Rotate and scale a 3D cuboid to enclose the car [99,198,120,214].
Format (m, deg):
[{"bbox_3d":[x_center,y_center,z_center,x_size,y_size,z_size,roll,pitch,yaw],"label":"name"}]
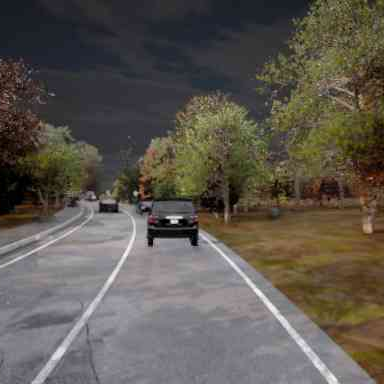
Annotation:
[{"bbox_3d":[-8.717,1.417,34.889,1.882,1.535,5.008,1,0,-16],"label":"car"}]

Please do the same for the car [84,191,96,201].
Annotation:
[{"bbox_3d":[-22.398,0.815,73.078,2.150,2.045,5.566,2,-1,-21],"label":"car"}]

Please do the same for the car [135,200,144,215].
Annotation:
[{"bbox_3d":[-4.795,1.564,34.654,2.033,1.411,5.357,1,0,-15],"label":"car"}]

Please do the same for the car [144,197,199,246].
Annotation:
[{"bbox_3d":[-1.018,1.238,15.640,2.150,2.045,5.566,0,0,-7],"label":"car"}]
